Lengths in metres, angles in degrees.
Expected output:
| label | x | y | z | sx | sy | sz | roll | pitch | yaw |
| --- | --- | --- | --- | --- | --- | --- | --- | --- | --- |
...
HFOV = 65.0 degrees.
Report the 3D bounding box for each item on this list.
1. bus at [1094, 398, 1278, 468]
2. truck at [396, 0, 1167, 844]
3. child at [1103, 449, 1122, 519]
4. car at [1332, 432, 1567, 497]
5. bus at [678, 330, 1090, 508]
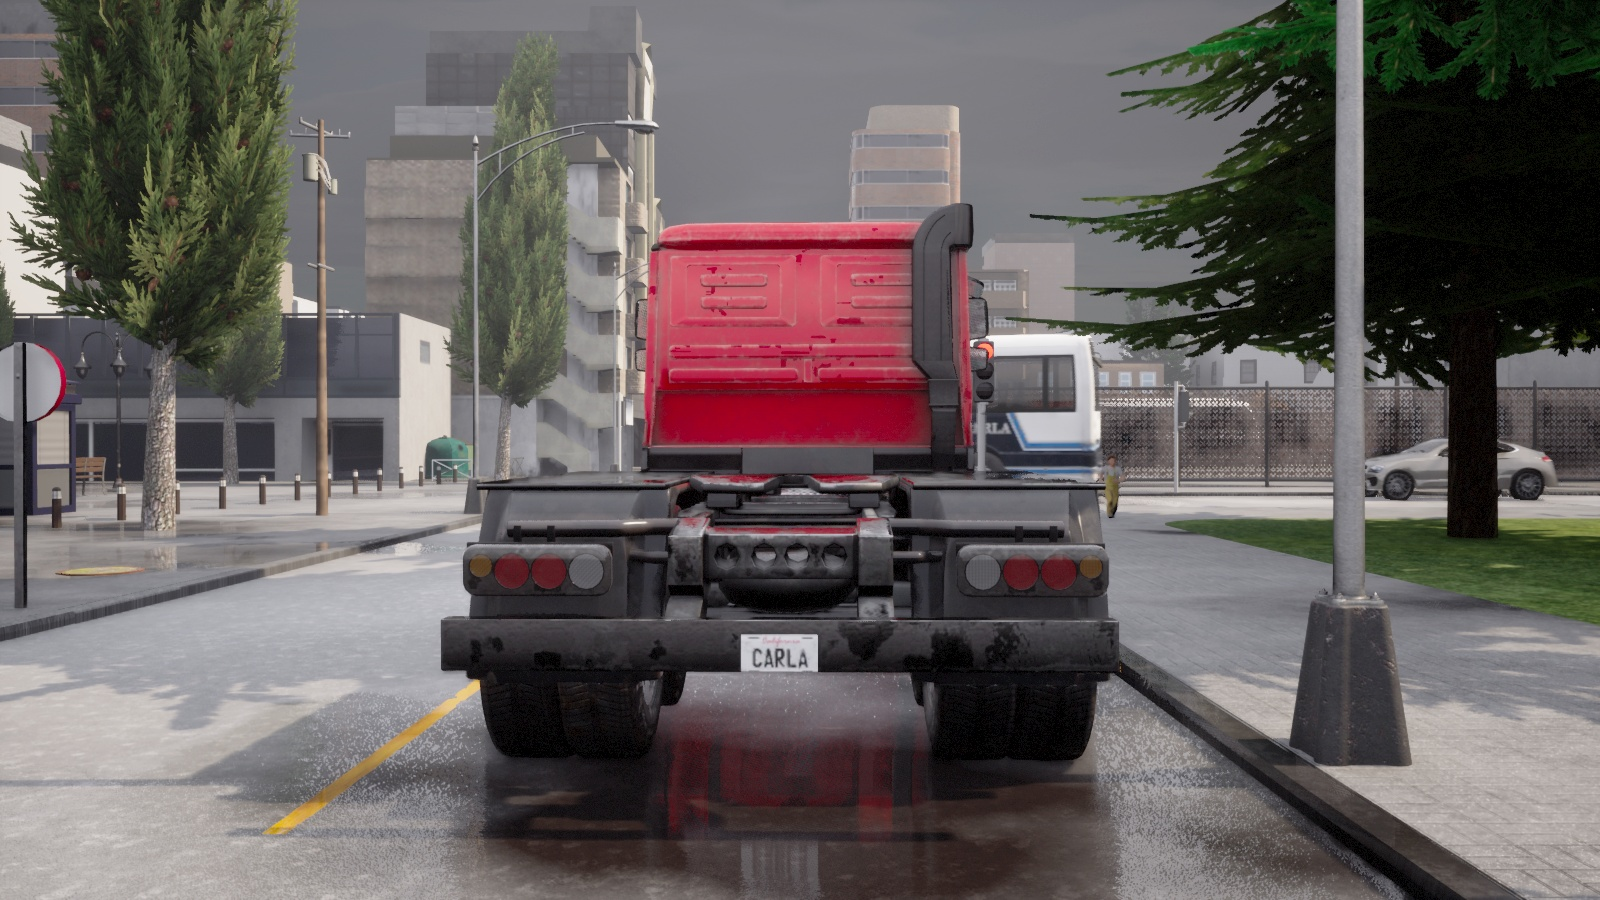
| label | x | y | z | sx | sy | sz | roll | pitch | yaw |
| --- | --- | --- | --- | --- | --- | --- | --- | --- | --- |
| bus | 23.857 | -1.052 | 78.208 | 10.273 | 4.253 | 3.944 | 0 | 0 | 2 |
| truck | 0.020 | -0.284 | 8.679 | 2.891 | 3.462 | 7.936 | 0 | 0 | 1 |
| child | 5.696 | 0.611 | 22.870 | 0.270 | 1.263 | 0.437 | 0 | 0 | 5 |
| car | 16.919 | 0.353 | 32.908 | 5.027 | 1.651 | 2.152 | 0 | 0 | 0 |
| bus | 2.310 | -0.817 | 33.478 | 10.273 | 4.253 | 3.944 | 0 | 2 | 17 |
